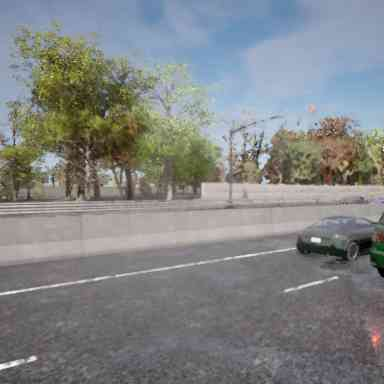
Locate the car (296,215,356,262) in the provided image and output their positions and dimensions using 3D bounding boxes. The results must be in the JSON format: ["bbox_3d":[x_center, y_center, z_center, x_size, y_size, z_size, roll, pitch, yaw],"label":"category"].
[{"bbox_3d":[5.750,1.558,12.178,4.181,1.385,1.994,0,0,-35],"label":"car"}]

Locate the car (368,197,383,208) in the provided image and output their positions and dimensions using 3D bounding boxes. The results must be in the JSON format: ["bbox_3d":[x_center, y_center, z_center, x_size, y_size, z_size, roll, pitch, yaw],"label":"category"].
[{"bbox_3d":[28.662,1.531,50.152,4.674,1.442,1.812,0,0,-35],"label":"car"}]

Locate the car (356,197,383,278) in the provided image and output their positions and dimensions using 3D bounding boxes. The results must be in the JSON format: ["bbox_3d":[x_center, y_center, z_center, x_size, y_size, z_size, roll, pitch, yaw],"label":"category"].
[{"bbox_3d":[6.895,1.218,8.704,5.566,2.045,2.150,0,0,-35],"label":"car"}]

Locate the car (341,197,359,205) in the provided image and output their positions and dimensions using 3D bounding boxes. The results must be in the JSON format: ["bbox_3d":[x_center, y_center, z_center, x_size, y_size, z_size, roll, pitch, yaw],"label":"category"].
[{"bbox_3d":[25.573,1.551,52.243,5.357,1.411,2.033,0,0,-35],"label":"car"}]
